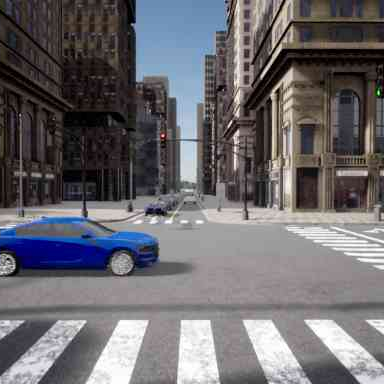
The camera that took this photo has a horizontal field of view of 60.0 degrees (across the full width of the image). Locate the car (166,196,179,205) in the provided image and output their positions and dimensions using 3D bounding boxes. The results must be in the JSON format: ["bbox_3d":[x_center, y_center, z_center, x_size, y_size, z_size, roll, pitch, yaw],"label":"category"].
[{"bbox_3d":[-3.522,1.532,60.926,2.033,1.411,5.357,0,0,0],"label":"car"}]

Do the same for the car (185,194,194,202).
[{"bbox_3d":[-0.536,1.338,72.844,2.097,1.767,4.553,0,0,0],"label":"car"}]

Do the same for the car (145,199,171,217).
[{"bbox_3d":[-3.354,1.592,31.589,1.895,1.301,4.718,0,0,-1],"label":"car"}]

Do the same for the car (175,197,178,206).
[{"bbox_3d":[-3.485,1.512,50.248,1.812,1.442,4.674,0,0,-1],"label":"car"}]

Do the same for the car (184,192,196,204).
[{"bbox_3d":[-0.381,1.206,62.417,2.150,2.045,5.566,0,0,0],"label":"car"}]

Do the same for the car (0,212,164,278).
[{"bbox_3d":[-3.463,1.472,9.623,5.008,1.535,1.882,0,0,0],"label":"car"}]

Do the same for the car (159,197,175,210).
[{"bbox_3d":[-3.429,1.493,40.918,1.837,1.490,4.892,0,0,0],"label":"car"}]
